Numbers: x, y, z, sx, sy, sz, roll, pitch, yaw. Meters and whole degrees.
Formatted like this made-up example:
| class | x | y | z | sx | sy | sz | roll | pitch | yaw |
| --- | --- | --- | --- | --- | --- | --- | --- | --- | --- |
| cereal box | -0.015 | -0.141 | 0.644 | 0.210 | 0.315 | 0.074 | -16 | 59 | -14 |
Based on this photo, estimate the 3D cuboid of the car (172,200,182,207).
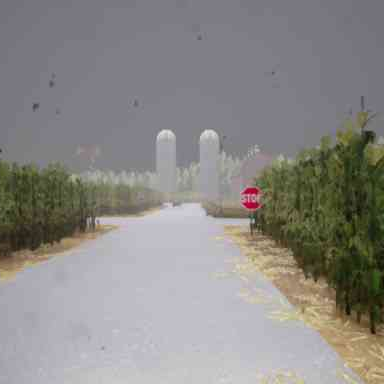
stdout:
| class | x | y | z | sx | sy | sz | roll | pitch | yaw |
| --- | --- | --- | --- | --- | --- | --- | --- | --- | --- |
| car | -3.100 | 2.412 | 69.015 | 2.033 | 1.411 | 5.357 | 0 | -1 | 0 |
